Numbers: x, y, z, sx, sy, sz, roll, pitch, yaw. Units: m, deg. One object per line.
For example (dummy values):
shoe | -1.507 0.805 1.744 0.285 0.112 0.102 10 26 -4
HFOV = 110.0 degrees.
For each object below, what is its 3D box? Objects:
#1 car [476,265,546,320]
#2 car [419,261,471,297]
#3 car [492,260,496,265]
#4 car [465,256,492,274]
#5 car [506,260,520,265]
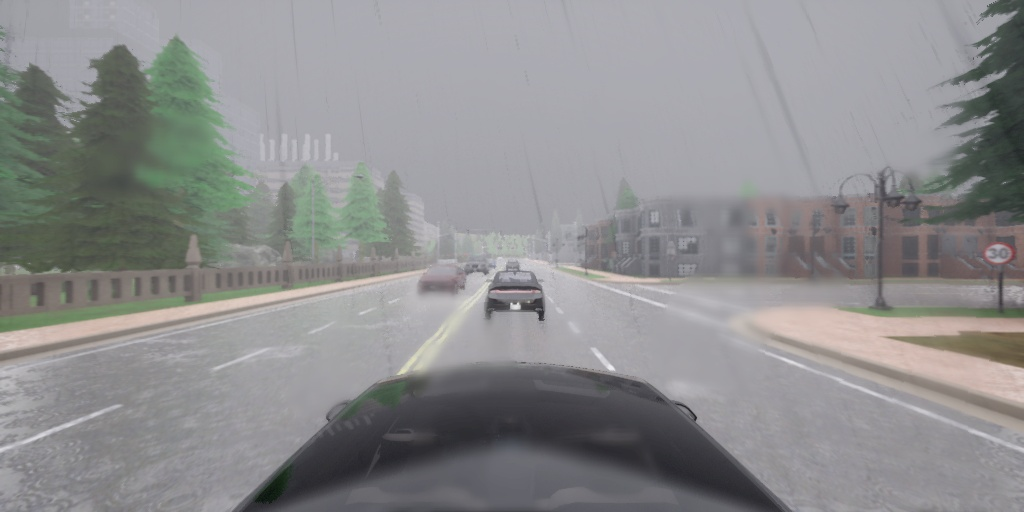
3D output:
car | 0.105 1.242 12.620 2.128 1.511 4.902 0 0 0
car | -3.593 1.229 19.302 1.882 1.535 5.008 0 0 0
car | -3.481 1.273 56.479 1.882 1.535 5.008 0 0 0
car | -3.579 0.972 37.642 2.150 2.045 5.566 0 0 0
car | 0.117 1.244 49.026 2.128 1.511 4.902 0 0 0
